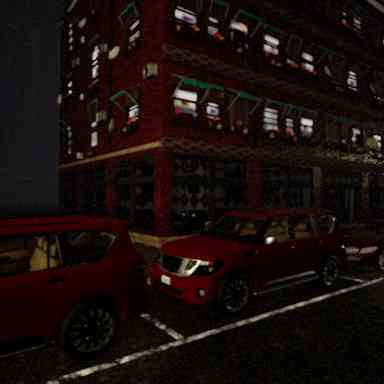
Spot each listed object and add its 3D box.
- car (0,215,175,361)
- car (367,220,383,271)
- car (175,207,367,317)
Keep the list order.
[{"bbox_3d":[-2.969,1.316,4.425,5.009,1.841,2.192,0,1,-35],"label":"car"},{"bbox_3d":[6.102,1.584,10.897,4.206,1.307,1.802,0,1,-35],"label":"car"},{"bbox_3d":[1.568,1.317,7.660,5.009,1.841,2.192,0,1,-35],"label":"car"}]
